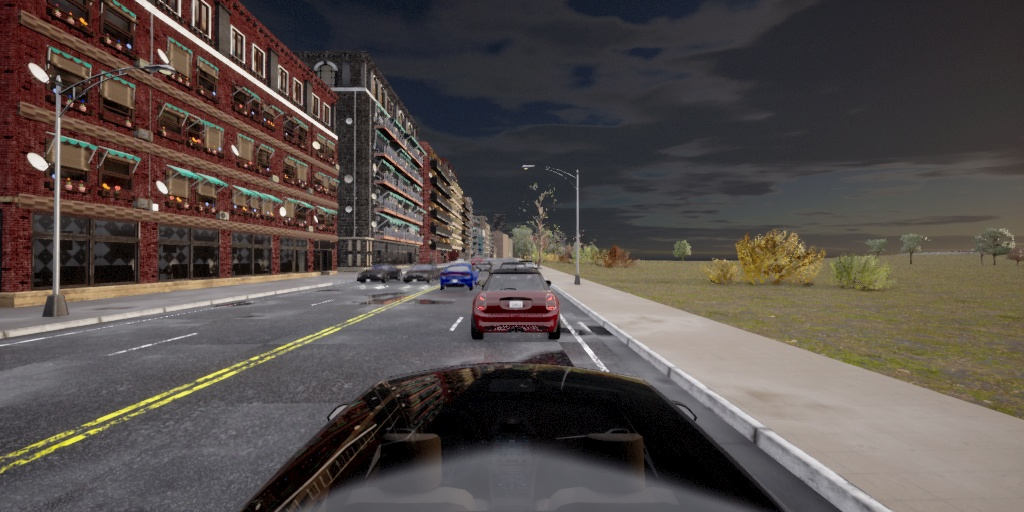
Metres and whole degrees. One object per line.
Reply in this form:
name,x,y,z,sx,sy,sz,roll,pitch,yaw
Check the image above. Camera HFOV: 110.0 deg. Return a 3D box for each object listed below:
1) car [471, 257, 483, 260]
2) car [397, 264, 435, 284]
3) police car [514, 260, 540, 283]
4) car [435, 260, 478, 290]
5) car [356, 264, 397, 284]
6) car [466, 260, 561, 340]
car,-3.188,1.244,41.889,2.128,1.511,4.902,0,0,0
car,-6.626,1.301,27.014,2.033,1.411,5.357,0,0,0
police car,1.110,1.179,29.437,1.930,1.638,5.238,0,0,0
car,-3.170,1.231,22.348,1.882,1.535,5.008,0,0,0
car,-9.874,1.301,27.291,2.033,1.411,5.357,0,0,0
car,0.084,1.103,10.169,2.097,1.767,4.553,0,0,0
